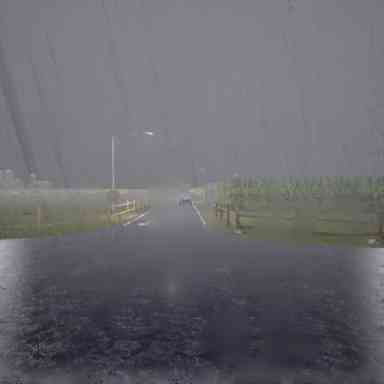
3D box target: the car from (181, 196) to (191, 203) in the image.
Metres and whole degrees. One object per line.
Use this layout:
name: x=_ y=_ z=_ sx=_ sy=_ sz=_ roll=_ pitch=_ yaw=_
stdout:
car: x=-1.291 y=1.494 z=67.947 sx=1.994 sy=1.385 sz=4.181 roll=0 pitch=0 yaw=-1

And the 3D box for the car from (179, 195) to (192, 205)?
car: x=-1.100 y=1.298 z=57.879 sx=2.097 sy=1.767 sz=4.553 roll=0 pitch=0 yaw=-1
